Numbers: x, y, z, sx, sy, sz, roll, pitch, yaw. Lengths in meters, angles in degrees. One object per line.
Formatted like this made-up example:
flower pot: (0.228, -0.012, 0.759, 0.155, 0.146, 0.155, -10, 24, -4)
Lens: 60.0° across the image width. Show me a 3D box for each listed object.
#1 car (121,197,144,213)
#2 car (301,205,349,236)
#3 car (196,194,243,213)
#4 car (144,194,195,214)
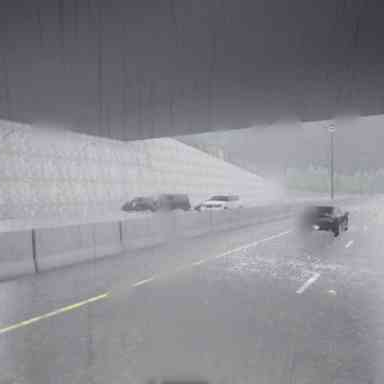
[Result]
car: (-5.760, 1.348, 37.216, 2.097, 1.767, 4.553, 0, 0, 33)
car: (7.431, 1.501, 18.450, 1.837, 1.490, 4.892, 0, 0, 32)
car: (2.941, 1.218, 31.338, 2.150, 2.045, 5.566, 0, 0, 32)
car: (-2.313, 1.218, 36.118, 2.150, 2.045, 5.566, 0, 0, 32)
